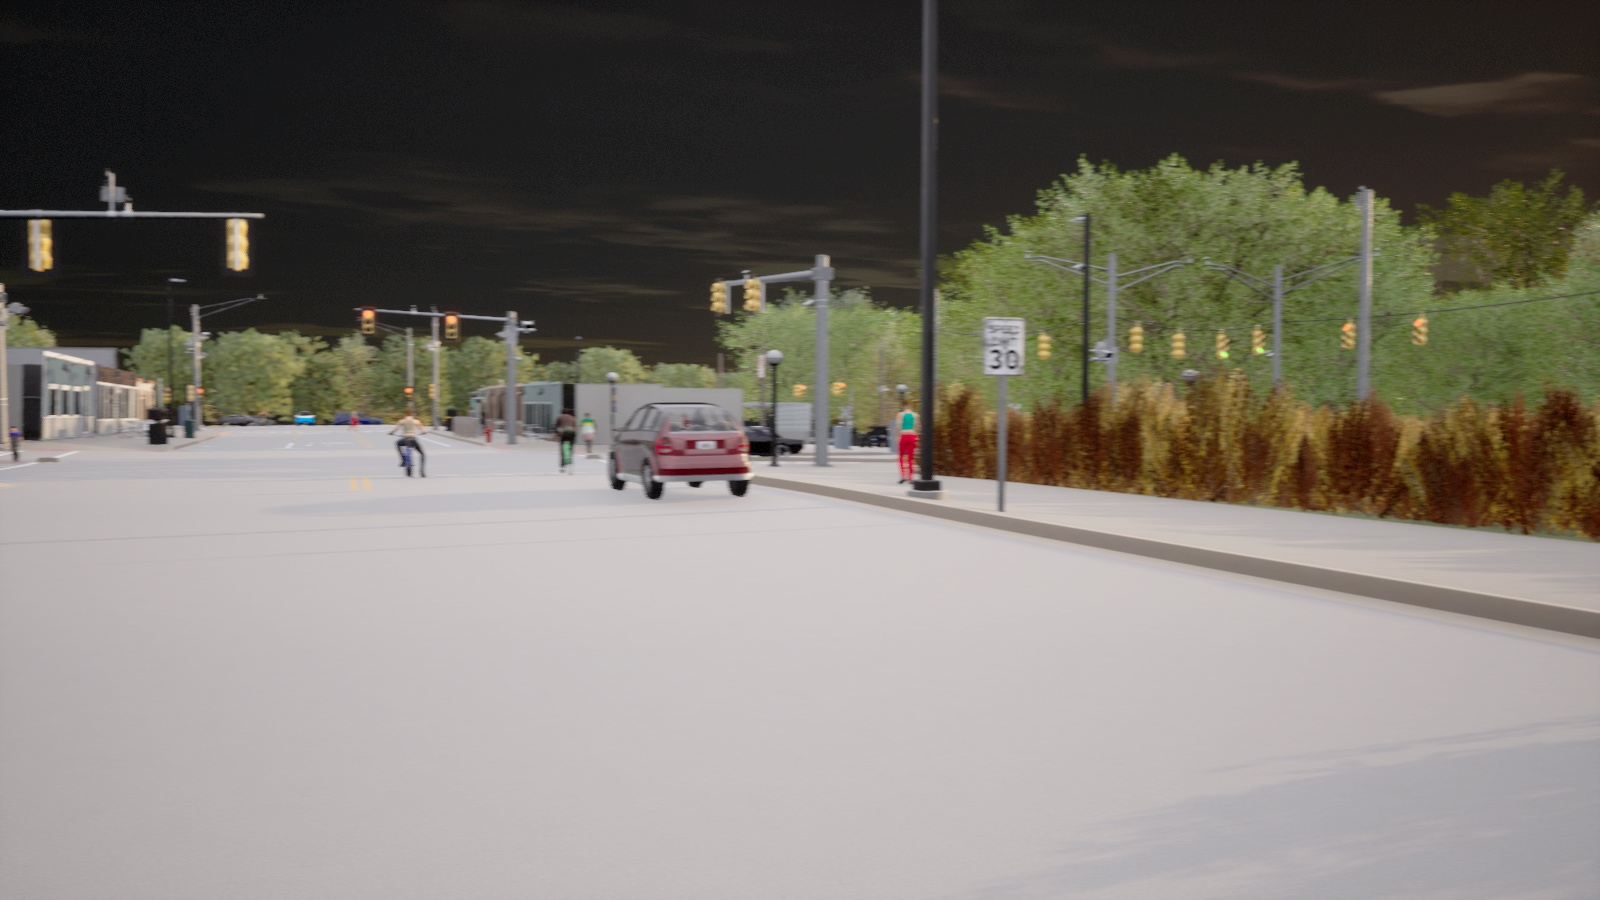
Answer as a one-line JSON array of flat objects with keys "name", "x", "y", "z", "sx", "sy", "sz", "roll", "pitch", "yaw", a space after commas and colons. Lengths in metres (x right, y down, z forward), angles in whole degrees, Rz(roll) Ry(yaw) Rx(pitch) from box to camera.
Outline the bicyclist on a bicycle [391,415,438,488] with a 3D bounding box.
[{"name": "bicyclist on a bicycle", "x": -8.967, "y": 0.030, "z": 29.205, "sx": 0.866, "sy": 1.612, "sz": 1.509, "roll": -2, "pitch": 1, "yaw": -22}]

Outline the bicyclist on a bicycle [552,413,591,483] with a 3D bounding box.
[{"name": "bicyclist on a bicycle", "x": -5.551, "y": -0.073, "z": 30.483, "sx": 0.582, "sy": 1.620, "sz": 1.656, "roll": -2, "pitch": 3, "yaw": -21}]

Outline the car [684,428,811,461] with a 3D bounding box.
[{"name": "car", "x": -2.112, "y": -0.234, "z": 50.695, "sx": 4.718, "sy": 1.301, "sz": 1.895, "roll": 0, "pitch": 2, "yaw": -26}]

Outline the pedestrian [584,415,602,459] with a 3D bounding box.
[{"name": "pedestrian", "x": -9.266, "y": -0.586, "z": 56.219, "sx": 0.659, "sy": 1.952, "sz": 0.873, "roll": -1, "pitch": 2, "yaw": -2}]

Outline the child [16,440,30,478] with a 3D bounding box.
[{"name": "child", "x": -26.393, "y": 0.314, "z": 42.649, "sx": 0.270, "sy": 1.263, "sz": 0.437, "roll": -2, "pitch": 3, "yaw": -19}]

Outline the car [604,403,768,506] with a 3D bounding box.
[{"name": "car", "x": -2.037, "y": 0.017, "z": 21.514, "sx": 1.789, "sy": 1.549, "sz": 3.705, "roll": -2, "pitch": 2, "yaw": -21}]

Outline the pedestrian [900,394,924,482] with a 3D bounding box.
[{"name": "pedestrian", "x": 2.354, "y": -0.261, "z": 26.427, "sx": 0.345, "sy": 1.836, "sz": 0.594, "roll": -2, "pitch": 2, "yaw": -11}]
